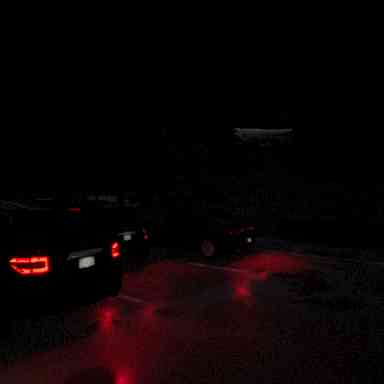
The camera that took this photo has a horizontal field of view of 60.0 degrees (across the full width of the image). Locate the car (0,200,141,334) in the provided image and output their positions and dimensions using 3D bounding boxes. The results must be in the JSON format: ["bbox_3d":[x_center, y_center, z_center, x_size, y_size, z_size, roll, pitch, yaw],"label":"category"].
[{"bbox_3d":[-3.905,1.188,6.745,5.566,2.045,2.150,0,0,33],"label":"car"}]

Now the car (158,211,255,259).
[{"bbox_3d":[-0.099,1.441,12.598,5.008,1.535,1.882,0,0,36],"label":"car"}]

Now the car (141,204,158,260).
[{"bbox_3d":[-3.590,1.308,10.783,4.553,1.767,2.097,1,0,35],"label":"car"}]

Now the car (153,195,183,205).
[{"bbox_3d":[-3.878,1.233,52.957,5.008,1.535,1.882,0,0,-36],"label":"car"}]
